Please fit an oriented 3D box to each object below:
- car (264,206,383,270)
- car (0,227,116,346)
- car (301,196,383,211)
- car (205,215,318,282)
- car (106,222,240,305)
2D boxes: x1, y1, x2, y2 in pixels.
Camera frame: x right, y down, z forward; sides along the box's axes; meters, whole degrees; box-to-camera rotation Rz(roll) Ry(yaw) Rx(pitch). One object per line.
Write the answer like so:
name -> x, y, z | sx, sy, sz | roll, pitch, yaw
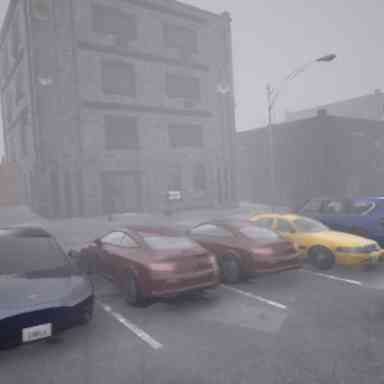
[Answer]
car -> 3.412, 1.432, 11.207 | 1.946, 1.575, 5.366 | 0, 0, -35
car -> -3.496, 1.506, 6.474 | 2.163, 1.488, 4.792 | 0, 0, -36
car -> 5.457, 1.170, 12.928 | 2.435, 2.045, 5.566 | 0, 0, -35
car -> 0.931, 1.489, 9.663 | 2.002, 1.452, 4.674 | 0, 0, -35
car -> -1.240, 1.502, 8.114 | 2.002, 1.452, 4.674 | 0, 0, -35
